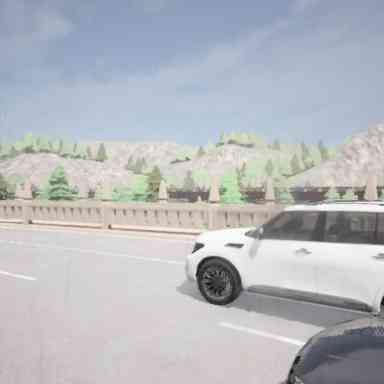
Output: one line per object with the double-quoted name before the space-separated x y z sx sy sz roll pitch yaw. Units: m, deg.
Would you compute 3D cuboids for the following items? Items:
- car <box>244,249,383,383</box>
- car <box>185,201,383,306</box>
"car" 2.967 1.481 1.716 4.902 1.511 2.128 0 0 36
"car" 2.520 1.193 6.316 5.566 2.045 2.150 0 0 34
